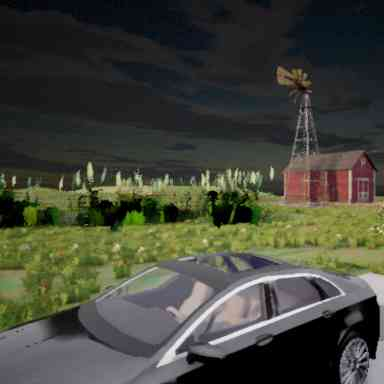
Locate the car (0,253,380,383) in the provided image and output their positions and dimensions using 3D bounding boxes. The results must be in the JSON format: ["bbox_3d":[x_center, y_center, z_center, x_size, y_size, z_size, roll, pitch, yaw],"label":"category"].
[{"bbox_3d":[0.152,1.512,3.607,4.902,1.511,2.128,1,0,-36],"label":"car"}]
